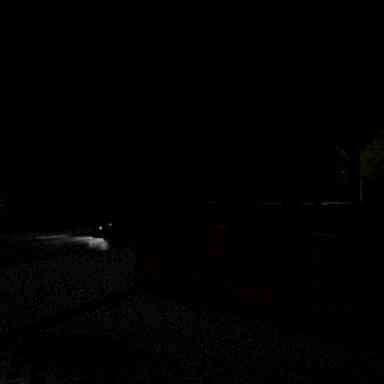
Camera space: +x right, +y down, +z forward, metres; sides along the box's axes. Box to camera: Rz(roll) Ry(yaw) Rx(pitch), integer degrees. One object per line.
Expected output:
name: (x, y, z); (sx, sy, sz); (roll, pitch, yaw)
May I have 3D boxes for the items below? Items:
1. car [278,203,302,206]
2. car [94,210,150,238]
car: (8.567, 1.762, 29.783); (4.902, 1.511, 2.128); (1, -1, -44)
car: (-3.247, 1.689, 18.463); (4.181, 1.385, 1.994); (1, -1, -44)
